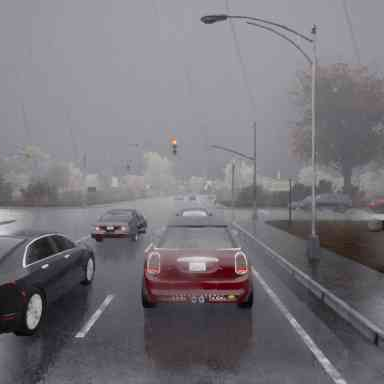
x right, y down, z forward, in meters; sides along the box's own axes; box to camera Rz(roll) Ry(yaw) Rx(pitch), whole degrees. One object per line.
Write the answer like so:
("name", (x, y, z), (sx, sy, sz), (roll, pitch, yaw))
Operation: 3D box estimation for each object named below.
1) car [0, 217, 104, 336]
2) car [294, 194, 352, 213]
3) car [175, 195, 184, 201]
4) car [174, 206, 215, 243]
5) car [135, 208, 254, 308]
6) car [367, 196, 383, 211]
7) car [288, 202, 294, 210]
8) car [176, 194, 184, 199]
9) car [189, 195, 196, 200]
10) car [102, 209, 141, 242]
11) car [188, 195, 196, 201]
("car", (-3.392, 1.505, 6.659), (1.837, 1.490, 4.892), (0, 0, 0))
("car", (14.501, 1.221, 36.398), (5.566, 2.045, 2.150), (0, 0, 3))
("car", (-3.413, 1.545, 85.313), (1.994, 1.385, 4.181), (0, 0, 0))
("car", (0.116, 1.526, 17.111), (1.812, 1.442, 4.674), (0, 0, 0))
("car", (0.107, 1.352, 8.072), (2.097, 1.767, 4.553), (0, 0, 0))
("car", (23.859, 1.211, 39.391), (5.566, 2.045, 2.150), (0, 0, 3))
("car", (14.025, 1.504, 39.933), (4.892, 1.490, 1.837), (0, 0, 3))
("car", (-3.364, 1.402, 95.340), (1.994, 1.385, 4.181), (0, 0, 1))
("car", (0.137, 1.524, 95.344), (1.812, 1.442, 4.674), (0, 0, 1))
("car", (-3.386, 1.547, 16.317), (2.033, 1.411, 5.357), (0, 0, 0))
("car", (0.085, 1.500, 84.990), (1.837, 1.490, 4.892), (0, 0, 0))
